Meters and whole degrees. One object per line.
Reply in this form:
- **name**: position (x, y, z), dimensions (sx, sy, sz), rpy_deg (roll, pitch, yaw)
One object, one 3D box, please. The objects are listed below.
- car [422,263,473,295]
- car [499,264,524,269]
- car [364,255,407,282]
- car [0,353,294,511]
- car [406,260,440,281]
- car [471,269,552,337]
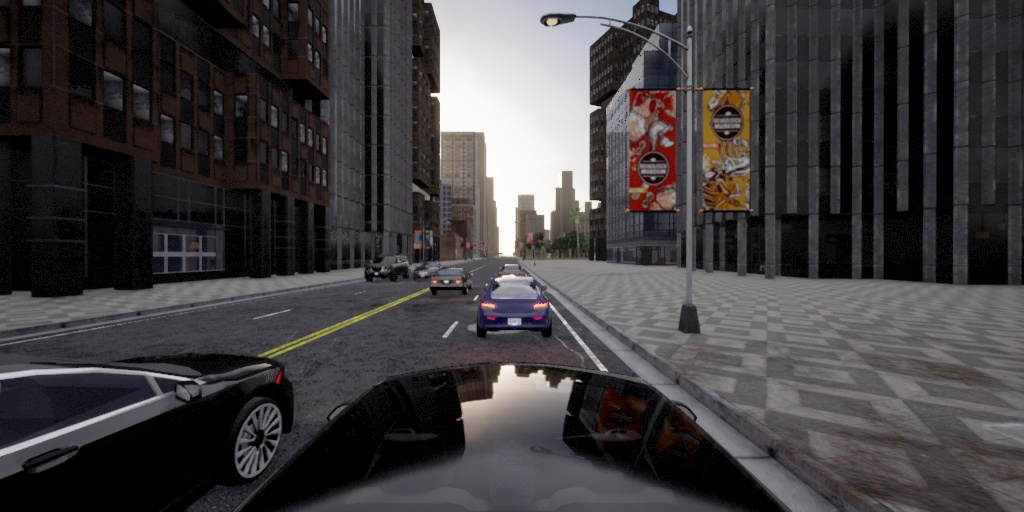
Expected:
- **car**: position (-3.230, 1.286, 19.769), dimensions (2.033, 1.411, 5.357), rpy_deg (0, 0, -2)
- **car**: position (-0.024, 1.297, 26.840), dimensions (1.994, 1.385, 4.181), rpy_deg (0, 0, 0)
- **car**: position (-9.986, 0.952, 29.124), dimensions (2.150, 2.045, 5.566), rpy_deg (0, 0, 0)
- **car**: position (-3.149, 1.242, 1.731), dimensions (2.128, 1.511, 4.902), rpy_deg (0, 0, 0)
- **car**: position (-6.737, 1.221, 29.410), dimensions (2.128, 1.511, 4.902), rpy_deg (0, 0, 0)
- **car**: position (0.048, 1.271, 10.151), dimensions (1.812, 1.442, 4.674), rpy_deg (0, 0, 0)
